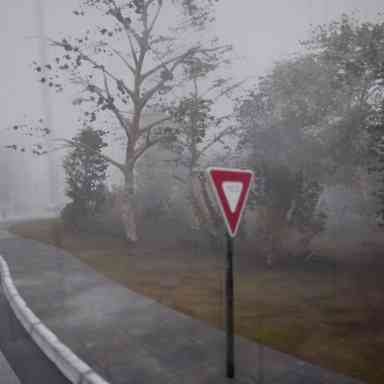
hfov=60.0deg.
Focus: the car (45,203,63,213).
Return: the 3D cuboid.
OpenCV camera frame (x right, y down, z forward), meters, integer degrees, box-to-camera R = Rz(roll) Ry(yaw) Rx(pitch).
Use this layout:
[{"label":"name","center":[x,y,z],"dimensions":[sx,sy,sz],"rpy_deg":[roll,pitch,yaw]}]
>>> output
[{"label":"car","center":[-22.379,2.616,55.055],"dimensions":[1.882,1.535,5.008],"rpy_deg":[-1,-2,7]}]
